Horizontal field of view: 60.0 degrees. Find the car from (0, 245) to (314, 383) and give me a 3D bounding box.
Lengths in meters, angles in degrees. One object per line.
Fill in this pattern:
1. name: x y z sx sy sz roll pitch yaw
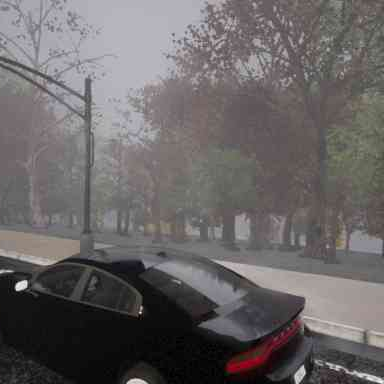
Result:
1. car: -1.021 1.477 4.467 5.008 1.535 1.882 0 0 36
